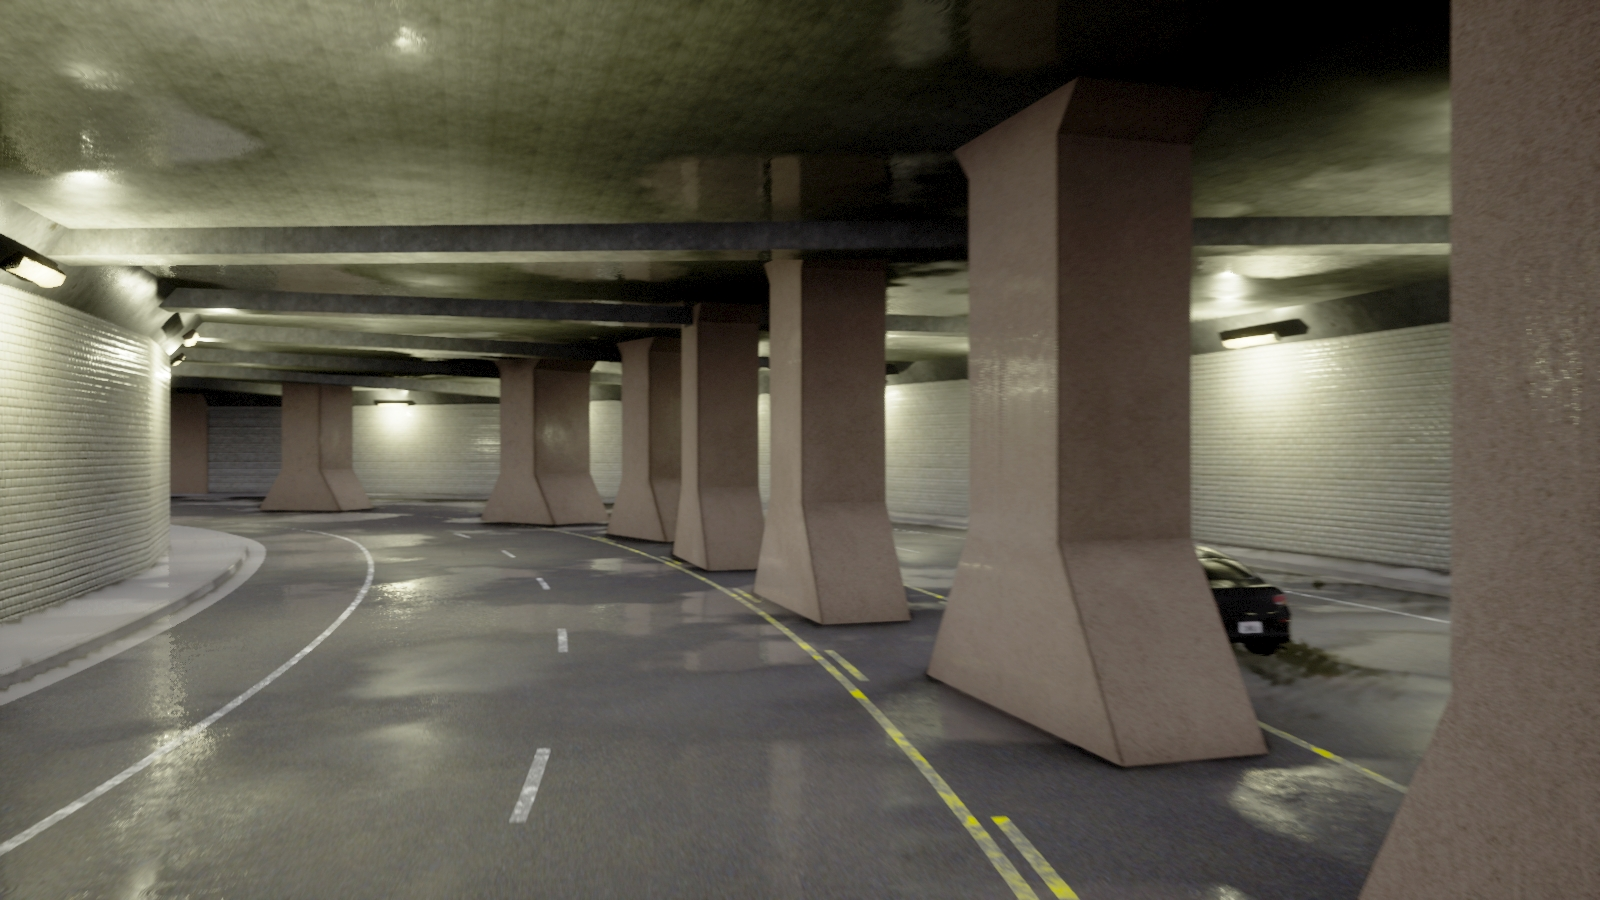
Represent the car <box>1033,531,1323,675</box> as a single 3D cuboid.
[{"bbox_3d":[5.262,2.077,16.716,2.002,1.442,4.674,0,0,-11],"label":"car"}]
